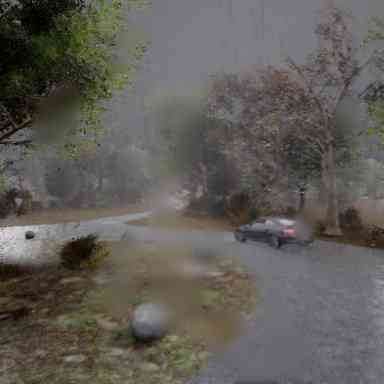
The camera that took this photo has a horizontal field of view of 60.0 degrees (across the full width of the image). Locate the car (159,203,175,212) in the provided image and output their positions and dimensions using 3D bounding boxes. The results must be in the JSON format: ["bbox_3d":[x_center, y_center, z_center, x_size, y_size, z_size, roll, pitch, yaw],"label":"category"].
[{"bbox_3d":[-5.266,3.361,67.553,1.895,1.301,4.718,-2,-1,6],"label":"car"}]

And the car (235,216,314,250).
[{"bbox_3d":[3.969,1.934,16.651,1.812,1.442,4.674,1,-2,-25],"label":"car"}]

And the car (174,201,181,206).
[{"bbox_3d":[-4.045,3.254,93.440,2.128,1.511,4.902,0,1,-1],"label":"car"}]
